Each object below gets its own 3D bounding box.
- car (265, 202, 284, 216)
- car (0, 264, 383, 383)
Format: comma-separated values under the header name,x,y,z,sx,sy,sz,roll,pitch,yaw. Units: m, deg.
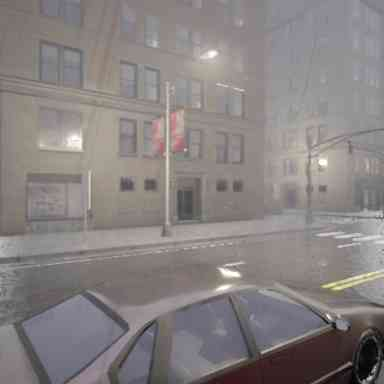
name,x,y,z,sx,sy,sz,roll,pitch,yaw
car,6.736,1.586,32.077,1.994,1.385,4.181,0,0,-36
car,0.148,1.556,3.539,5.357,1.411,2.033,0,0,-36
